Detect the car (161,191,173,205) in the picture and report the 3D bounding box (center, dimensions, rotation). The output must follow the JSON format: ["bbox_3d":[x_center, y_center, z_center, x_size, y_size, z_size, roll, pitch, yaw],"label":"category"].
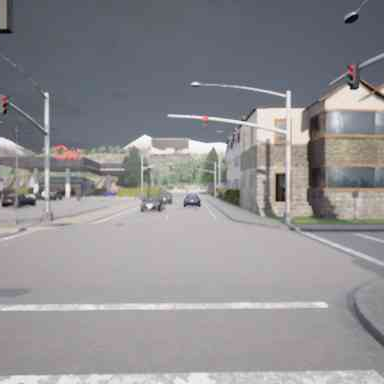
[{"bbox_3d":[-3.666,0.704,43.239,2.097,1.767,4.553,0,1,0],"label":"car"}]

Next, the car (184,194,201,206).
[{"bbox_3d":[0.019,0.963,40.092,1.994,1.385,4.181,0,1,0],"label":"car"}]

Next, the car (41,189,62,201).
[{"bbox_3d":[-22.735,0.453,54.569,1.905,1.878,3.866,0,1,0],"label":"car"}]

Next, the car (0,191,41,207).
[{"bbox_3d":[-18.996,0.940,36.713,2.007,1.523,4.514,0,1,0],"label":"car"}]

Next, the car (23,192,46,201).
[{"bbox_3d":[-26.062,0.728,55.169,1.970,1.475,3.806,0,1,0],"label":"car"}]

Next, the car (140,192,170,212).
[{"bbox_3d":[-3.634,1.022,31.348,2.128,1.511,4.902,0,1,1],"label":"car"}]

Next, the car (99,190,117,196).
[{"bbox_3d":[-22.349,0.348,88.574,4.611,1.667,2.242,0,1,0],"label":"car"}]
